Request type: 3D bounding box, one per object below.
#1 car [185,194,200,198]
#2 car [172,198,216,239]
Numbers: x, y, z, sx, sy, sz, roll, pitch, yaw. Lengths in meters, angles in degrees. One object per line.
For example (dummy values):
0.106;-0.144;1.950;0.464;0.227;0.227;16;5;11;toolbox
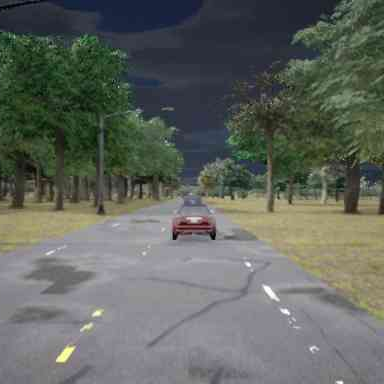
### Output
0.095;1.315;40.187;2.150;2.045;5.566;0;0;0;car
0.097;1.361;17.411;2.097;1.767;4.553;0;0;0;car
